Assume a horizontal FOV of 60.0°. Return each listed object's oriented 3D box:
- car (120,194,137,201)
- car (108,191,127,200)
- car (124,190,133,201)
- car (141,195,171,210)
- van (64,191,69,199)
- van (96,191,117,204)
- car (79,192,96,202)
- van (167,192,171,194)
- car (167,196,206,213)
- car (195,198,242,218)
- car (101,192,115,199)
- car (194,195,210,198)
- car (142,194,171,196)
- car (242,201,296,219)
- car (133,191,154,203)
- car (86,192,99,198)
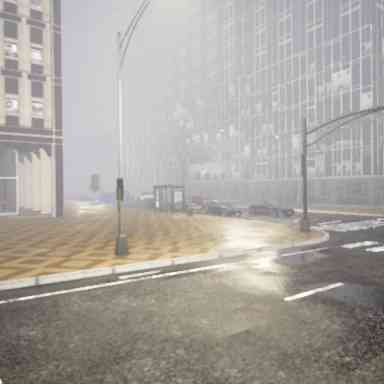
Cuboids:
[{"bbox_3d":[-12.873,0.996,66.955,1.802,1.307,4.206,0,1,-34],"label":"car"},{"bbox_3d":[-16.080,0.675,71.644,2.192,1.841,5.009,0,1,-34],"label":"car"},{"bbox_3d":[-13.702,0.695,63.536,2.150,2.045,5.566,-1,1,-34],"label":"car"},{"bbox_3d":[-3.802,1.362,38.737,1.947,1.339,4.313,0,1,-34],"label":"car"},{"bbox_3d":[-29.413,0.713,76.302,1.690,1.788,3.998,0,1,-34],"label":"van"},{"bbox_3d":[-13.378,0.981,52.840,1.690,1.788,3.998,0,1,-34],"label":"van"},{"bbox_3d":[-19.792,1.083,62.227,2.008,1.369,4.403,0,1,-34],"label":"car"},{"bbox_3d":[-3.252,0.915,52.875,1.690,1.788,3.998,0,1,-34],"label":"van"},{"bbox_3d":[-0.644,1.430,34.012,1.802,1.307,4.206,0,1,-34],"label":"car"},{"bbox_3d":[2.550,1.466,29.308,1.947,1.339,4.313,0,1,-34],"label":"car"},{"bbox_3d":[-19.287,0.747,76.338,1.967,1.590,4.097,0,1,-34],"label":"car"},{"bbox_3d":[1.179,1.156,36.119,2.097,1.767,4.553,-1,1,-35],"label":"car"},{"bbox_3d":[-4.442,1.314,44.358,1.895,1.301,4.718,-1,1,-34],"label":"car"},{"bbox_3d":[6.638,1.455,28.131,1.994,1.385,4.181,-1,1,-34],"label":"car"},{"bbox_3d":[-6.873,0.807,53.566,2.150,2.045,5.566,-1,1,-34],"label":"car"},{"bbox_3d":[-25.701,0.750,85.723,2.008,1.369,4.403,0,1,-34],"label":"car"}]
